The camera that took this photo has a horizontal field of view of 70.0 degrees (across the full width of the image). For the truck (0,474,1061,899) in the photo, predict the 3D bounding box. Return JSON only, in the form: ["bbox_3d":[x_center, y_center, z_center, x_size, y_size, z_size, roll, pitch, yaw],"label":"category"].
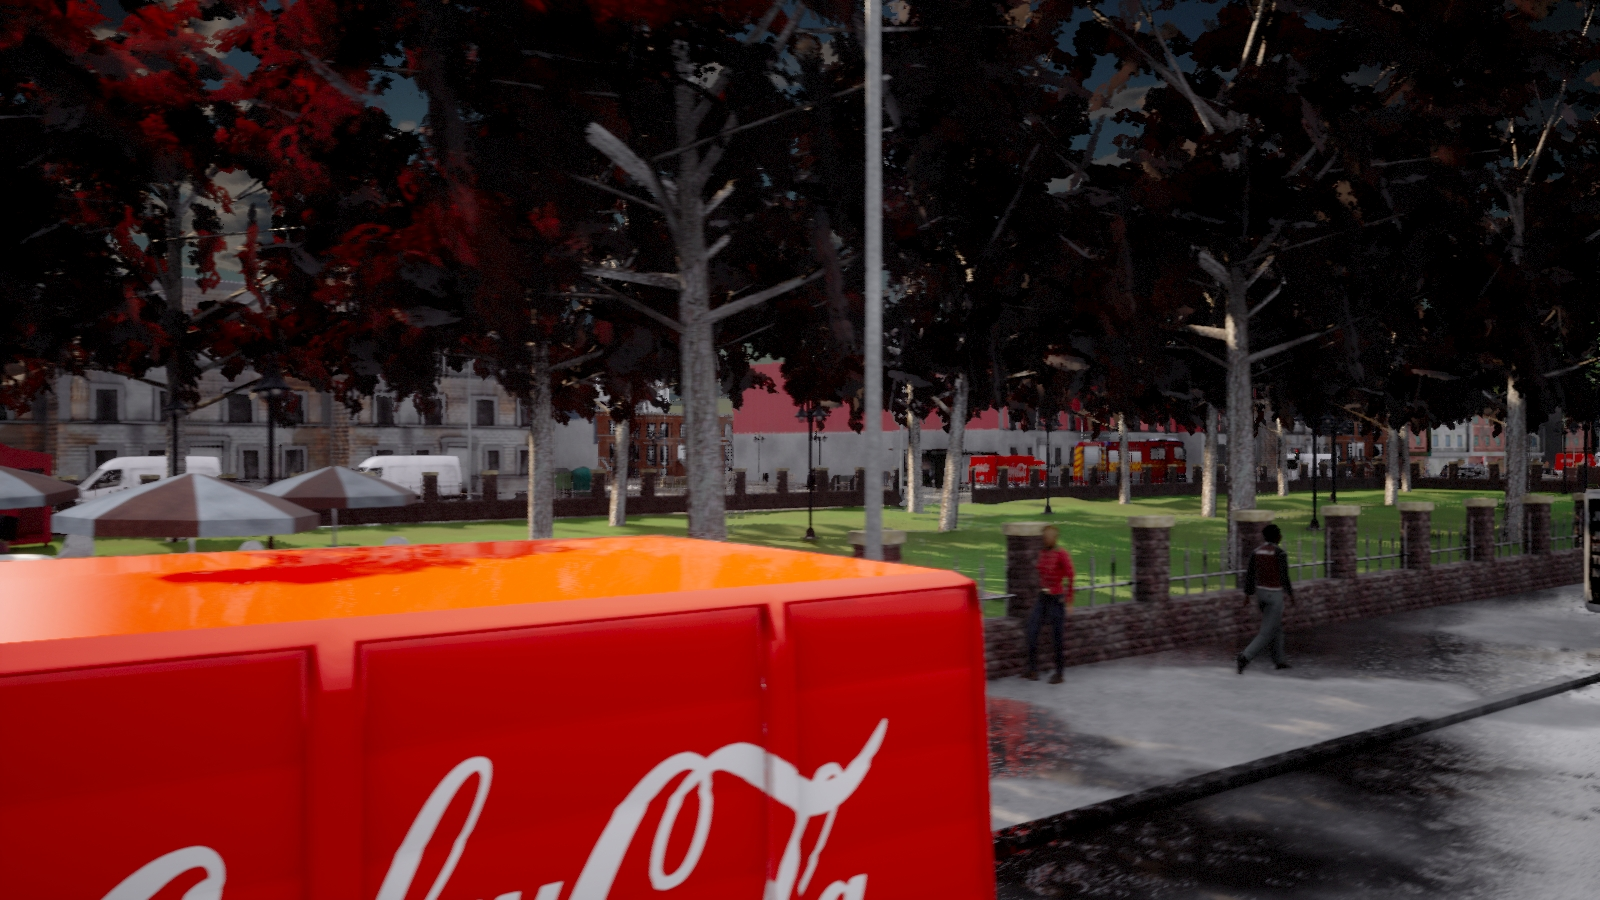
[{"bbox_3d":[-2.114,1.348,2.873,5.204,2.467,2.627,0,0,-36],"label":"truck"}]

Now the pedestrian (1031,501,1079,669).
[{"bbox_3d":[2.914,1.526,13.061,0.375,1.860,0.375,0,0,-36],"label":"pedestrian"}]

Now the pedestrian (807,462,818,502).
[{"bbox_3d":[0.613,1.525,54.658,0.375,1.860,0.375,0,0,-35],"label":"pedestrian"}]

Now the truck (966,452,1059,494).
[{"bbox_3d":[12.921,1.347,69.390,5.204,2.467,2.627,0,0,-36],"label":"truck"}]

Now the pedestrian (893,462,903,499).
[{"bbox_3d":[4.950,1.526,57.706,0.375,1.860,0.375,0,0,-26],"label":"pedestrian"}]

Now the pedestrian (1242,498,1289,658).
[{"bbox_3d":[5.607,1.525,13.767,0.375,1.860,0.375,0,0,-28],"label":"pedestrian"}]

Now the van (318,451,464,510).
[{"bbox_3d":[-18.469,1.315,51.779,5.915,2.561,1.988,0,0,-36],"label":"van"}]

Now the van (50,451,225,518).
[{"bbox_3d":[-26.573,1.316,45.948,5.915,2.561,1.988,0,0,-36],"label":"van"}]
